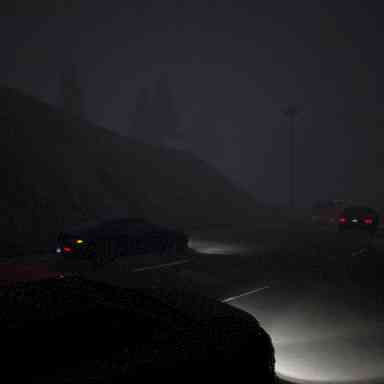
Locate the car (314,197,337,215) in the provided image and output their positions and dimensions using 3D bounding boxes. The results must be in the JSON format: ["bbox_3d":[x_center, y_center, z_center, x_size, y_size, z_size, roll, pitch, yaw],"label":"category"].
[{"bbox_3d":[13.388,1.442,33.638,1.882,1.535,5.008,0,0,22],"label":"car"}]

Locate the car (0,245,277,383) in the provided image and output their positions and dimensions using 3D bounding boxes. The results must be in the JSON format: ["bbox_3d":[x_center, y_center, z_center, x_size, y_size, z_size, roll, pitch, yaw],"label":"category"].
[{"bbox_3d":[-1.096,1.563,3.157,4.181,1.385,1.994,0,0,-39],"label":"car"}]

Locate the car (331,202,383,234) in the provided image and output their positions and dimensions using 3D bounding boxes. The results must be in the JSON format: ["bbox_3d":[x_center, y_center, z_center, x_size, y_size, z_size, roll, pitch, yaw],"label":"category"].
[{"bbox_3d":[9.694,1.525,19.279,2.033,1.411,5.357,0,0,31],"label":"car"}]

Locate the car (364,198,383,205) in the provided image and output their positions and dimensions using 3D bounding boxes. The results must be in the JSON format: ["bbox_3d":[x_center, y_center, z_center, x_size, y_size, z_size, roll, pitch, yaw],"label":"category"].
[{"bbox_3d":[28.217,1.538,50.996,1.895,1.301,4.718,0,0,6],"label":"car"}]

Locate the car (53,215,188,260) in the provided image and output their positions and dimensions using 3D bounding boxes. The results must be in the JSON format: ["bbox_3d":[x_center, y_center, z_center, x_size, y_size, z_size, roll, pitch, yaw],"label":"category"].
[{"bbox_3d":[-2.234,1.520,11.350,4.674,1.442,1.812,0,0,-42],"label":"car"}]

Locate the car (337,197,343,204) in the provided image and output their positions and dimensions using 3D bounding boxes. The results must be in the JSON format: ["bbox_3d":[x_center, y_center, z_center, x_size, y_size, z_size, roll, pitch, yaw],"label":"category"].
[{"bbox_3d":[20.921,1.435,49.541,2.128,1.511,4.902,0,0,8],"label":"car"}]
